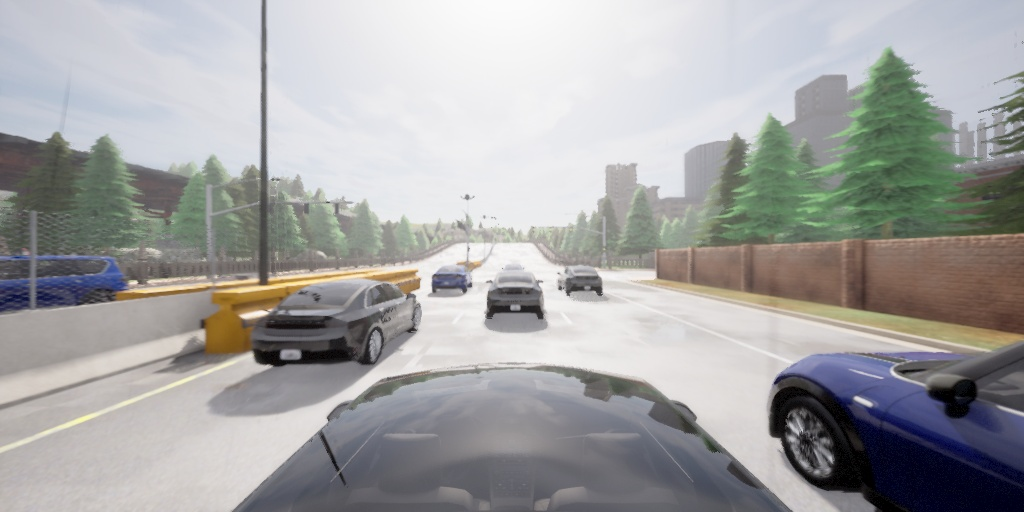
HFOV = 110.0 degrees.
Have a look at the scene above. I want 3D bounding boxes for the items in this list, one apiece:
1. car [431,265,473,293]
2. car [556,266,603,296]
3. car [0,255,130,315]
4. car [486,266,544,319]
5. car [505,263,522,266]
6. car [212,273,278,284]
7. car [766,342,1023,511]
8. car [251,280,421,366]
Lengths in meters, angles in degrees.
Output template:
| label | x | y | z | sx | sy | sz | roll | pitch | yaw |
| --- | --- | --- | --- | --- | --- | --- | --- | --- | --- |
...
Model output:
| label | x | y | z | sx | sy | sz | roll | pitch | yaw |
| --- | --- | --- | --- | --- | --- | --- | --- | --- | --- |
| car | -3.394 | 1.250 | 21.049 | 1.882 | 1.535 | 5.008 | 0 | 0 | 0 |
| car | 3.604 | 1.277 | 19.537 | 1.837 | 1.490 | 4.892 | 0 | 0 | 0 |
| car | -14.050 | 0.980 | 9.775 | 2.150 | 2.045 | 5.566 | 0 | 0 | 1 |
| car | 0.102 | 1.268 | 12.903 | 1.837 | 1.490 | 4.892 | 0 | 0 | 0 |
| car | 0.106 | 1.307 | 28.631 | 1.812 | 1.442 | 4.674 | 0 | 0 | 0 |
| car | -10.509 | 1.363 | 13.922 | 1.895 | 1.301 | 4.718 | 0 | 0 | 0 |
| car | 3.601 | 1.103 | 1.718 | 2.097 | 1.767 | 4.553 | 0 | 0 | 0 |
| car | -3.400 | 1.263 | 7.944 | 1.837 | 1.490 | 4.892 | 0 | 0 | 0 |
